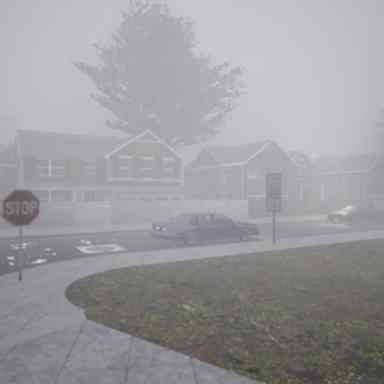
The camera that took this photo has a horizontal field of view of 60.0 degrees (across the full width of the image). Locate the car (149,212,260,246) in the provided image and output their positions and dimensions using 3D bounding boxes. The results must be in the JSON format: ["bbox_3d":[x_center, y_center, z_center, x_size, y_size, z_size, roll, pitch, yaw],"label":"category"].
[{"bbox_3d":[0.673,1.643,15.795,5.357,1.411,2.033,0,0,-30],"label":"car"}]

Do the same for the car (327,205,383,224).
[{"bbox_3d":[13.107,1.717,26.335,5.357,1.411,2.033,0,0,-30],"label":"car"}]
